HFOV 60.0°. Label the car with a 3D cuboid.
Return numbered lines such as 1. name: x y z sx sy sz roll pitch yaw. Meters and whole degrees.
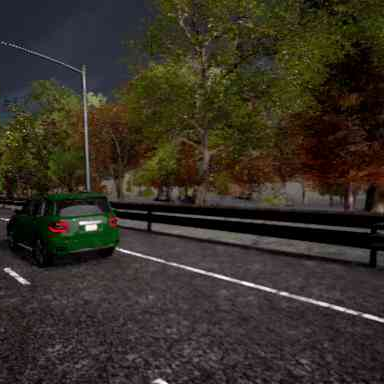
1. car: -4.495 1.057 11.166 2.150 2.045 5.566 -3 2 -40
